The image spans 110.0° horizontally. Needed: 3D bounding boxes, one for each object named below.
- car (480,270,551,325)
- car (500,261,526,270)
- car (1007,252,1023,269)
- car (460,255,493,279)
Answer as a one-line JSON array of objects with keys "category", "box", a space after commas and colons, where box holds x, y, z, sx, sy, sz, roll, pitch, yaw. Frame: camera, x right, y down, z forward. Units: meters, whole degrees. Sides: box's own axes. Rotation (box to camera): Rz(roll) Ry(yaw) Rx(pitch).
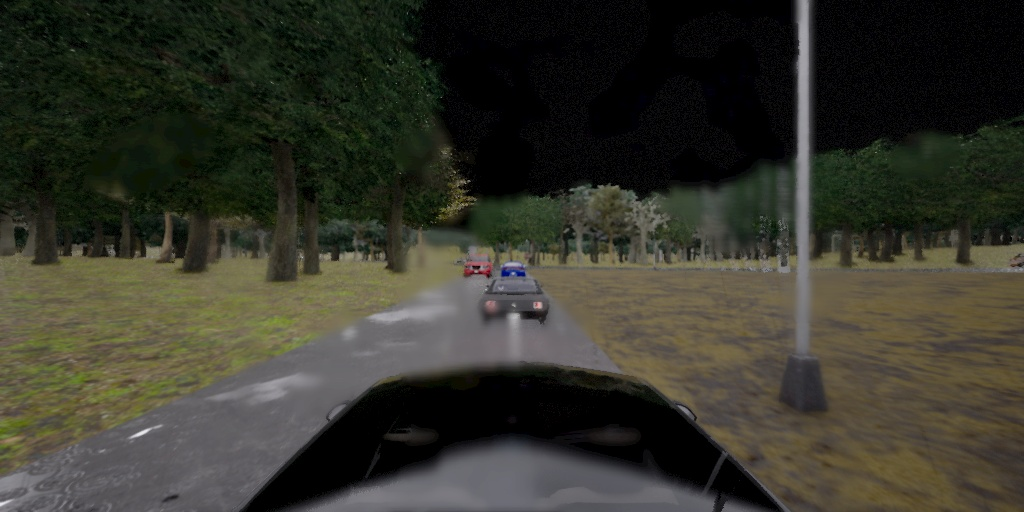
[{"category": "car", "box": [0.092, 1.307, 11.583, 1.895, 1.301, 4.718, 0, 0, 0]}, {"category": "car", "box": [0.097, 1.139, 28.877, 1.882, 1.535, 5.008, 0, 0, 0]}, {"category": "car", "box": [52.869, 0.377, 35.389, 4.553, 1.767, 2.097, -2, 0, 35]}, {"category": "car", "box": [-2.839, 0.882, 31.293, 2.150, 2.045, 5.566, 0, 0, 0]}]
